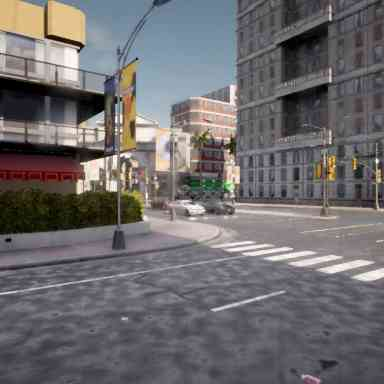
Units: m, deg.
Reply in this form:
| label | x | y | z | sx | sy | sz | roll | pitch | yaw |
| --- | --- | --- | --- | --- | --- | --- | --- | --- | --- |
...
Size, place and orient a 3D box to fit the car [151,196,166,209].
| label | x | y | z | sx | sy | sz | roll | pitch | yaw |
| --- | --- | --- | --- | --- | --- | --- | --- | --- | --- |
| car | -3.417 | 1.352 | 42.211 | 2.097 | 1.767 | 4.553 | 0 | 0 | -35 |

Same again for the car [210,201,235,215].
| label | x | y | z | sx | sy | sz | roll | pitch | yaw |
| --- | --- | --- | --- | --- | --- | --- | --- | --- | --- |
| car | 2.449 | 1.564 | 33.837 | 1.994 | 1.385 | 4.181 | 0 | 0 | -35 |

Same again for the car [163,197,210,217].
| label | x | y | z | sx | sy | sz | roll | pitch | yaw |
| --- | --- | --- | --- | --- | --- | --- | --- | --- | --- |
| car | -0.623 | 1.526 | 32.117 | 1.812 | 1.442 | 4.674 | 0 | 0 | -35 |
